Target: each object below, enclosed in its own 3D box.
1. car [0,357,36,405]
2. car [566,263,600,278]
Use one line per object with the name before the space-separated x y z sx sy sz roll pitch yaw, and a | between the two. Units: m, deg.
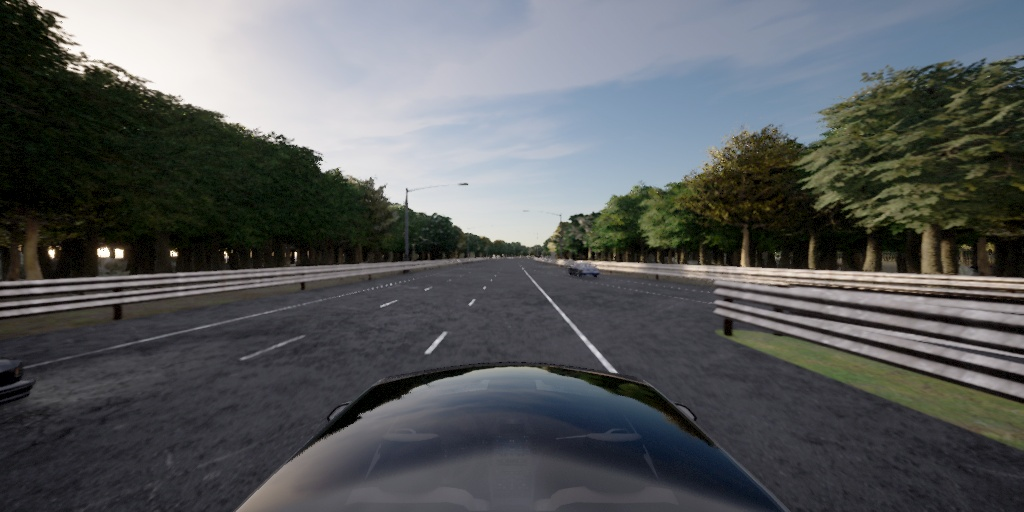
car | -6.900 1.298 1.943 2.033 1.411 5.357 0 0 0
car | 6.973 1.379 35.603 2.033 1.411 5.357 0 0 -8
